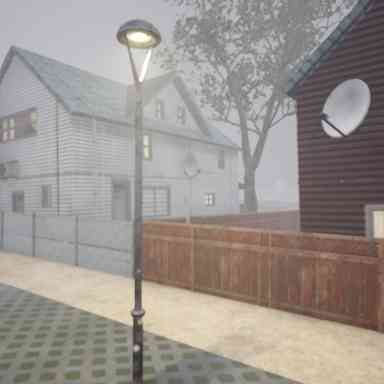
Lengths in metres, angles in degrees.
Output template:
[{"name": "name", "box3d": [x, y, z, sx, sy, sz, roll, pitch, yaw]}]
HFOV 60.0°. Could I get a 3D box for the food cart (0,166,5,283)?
[{"name": "food cart", "box3d": [-6.988, 0.421, 8.171, 4.660, 3.560, 2.280, -2, 1, 35]}]
